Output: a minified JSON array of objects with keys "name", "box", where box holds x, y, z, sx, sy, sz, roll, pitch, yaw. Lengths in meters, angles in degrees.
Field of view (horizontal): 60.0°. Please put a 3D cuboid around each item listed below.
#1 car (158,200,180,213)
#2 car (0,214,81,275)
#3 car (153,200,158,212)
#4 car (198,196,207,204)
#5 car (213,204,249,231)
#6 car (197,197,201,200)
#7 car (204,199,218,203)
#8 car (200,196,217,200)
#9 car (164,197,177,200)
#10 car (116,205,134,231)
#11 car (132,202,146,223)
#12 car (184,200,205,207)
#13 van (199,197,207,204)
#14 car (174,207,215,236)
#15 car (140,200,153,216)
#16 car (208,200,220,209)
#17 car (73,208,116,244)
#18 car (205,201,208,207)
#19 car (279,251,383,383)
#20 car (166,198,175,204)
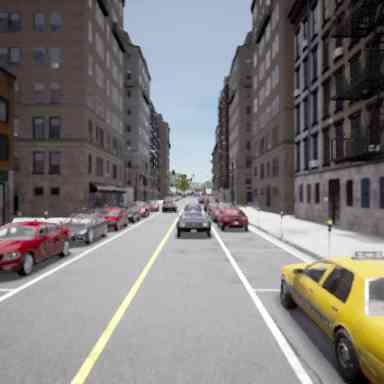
[{"name":"car","box":[-2.803,1.979,42.428,1.895,1.301,4.718,0,-1,0]},{"name":"car","box":[-5.386,1.642,10.746,1.887,1.381,4.507,0,-1,0]},{"name":"car","box":[-5.381,1.839,44.839,1.967,1.590,4.097,0,-1,0]},{"name":"car","box":[2.701,2.094,88.406,2.192,1.841,5.009,0,0,0]},{"name":"car","box":[2.641,1.743,22.110,1.887,1.381,4.507,0,-1,0]},{"name":"car","box":[2.712,1.950,71.895,2.192,1.841,5.009,0,0,0]},{"name":"car","box":[2.644,1.899,39.156,2.008,1.369,4.403,0,-1,0]},{"name":"car","box":[2.644,1.713,44.840,2.192,1.841,5.009,0,-1,0]},{"name":"car","box":[-5.407,1.999,77.399,2.192,1.841,5.009,0,-1,0]},{"name":"car","box":[-5.384,1.743,22.111,1.887,1.381,4.507,0,-1,0]},{"name":"car","box":[-5.383,1.815,27.792,1.947,1.339,4.313,0,-1,0]},{"name":"car","box":[0.106,1.888,36.344,1.994,1.385,4.181,0,-1,0]},{"name":"van","box":[2.705,2.073,82.902,1.690,1.788,3.998,0,0,0]},{"name":"car","box":[0.103,1.778,19.715,1.895,1.301,4.718,0,0,0]},{"name":"car","box":[-5.382,1.739,33.475,1.967,1.590,4.097,0,-1,0]},{"name":"car","box":[2.642,1.688,27.793,1.967,1.590,4.097,0,-1,0]},{"name":"car","box":[-5.385,1.699,16.428,2.008,1.369,4.403,0,-1,0]},{"name":"car","box":[2.643,1.843,33.474,1.887,1.381,4.507,0,-1,0]},{"name":"car","box":[2.638,1.573,5.233,1.752,1.417,4.829,0,-1,0]},{"name":"car","box":[-5.403,2.298,82.900,1.947,1.339,4.313,0,0,0]}]
